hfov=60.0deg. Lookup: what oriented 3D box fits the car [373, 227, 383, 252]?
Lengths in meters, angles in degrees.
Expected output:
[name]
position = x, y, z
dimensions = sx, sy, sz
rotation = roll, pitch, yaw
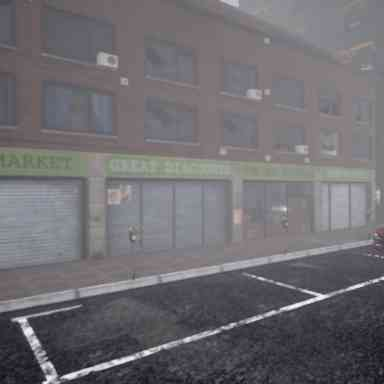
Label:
[car]
position = 8.694, 1.534, 12.772
dimensions = 4.507, 1.381, 1.887
rotation = 0, 0, -36
